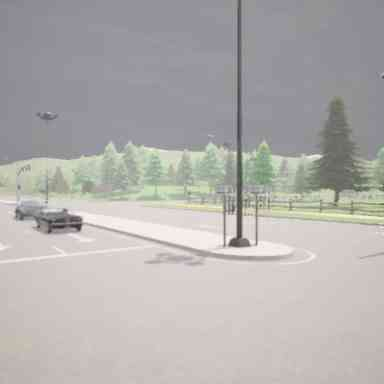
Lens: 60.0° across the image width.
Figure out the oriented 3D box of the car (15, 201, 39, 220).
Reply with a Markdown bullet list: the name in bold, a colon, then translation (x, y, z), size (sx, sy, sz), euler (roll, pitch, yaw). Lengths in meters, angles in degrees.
- **car**: translation (-13.694, 1.525, 28.103), size (1.812, 1.442, 4.674), euler (0, 0, -34)

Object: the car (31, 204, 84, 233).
- **car**: translation (-7.995, 1.600, 19.877), size (1.895, 1.301, 4.718), euler (0, 0, -35)
